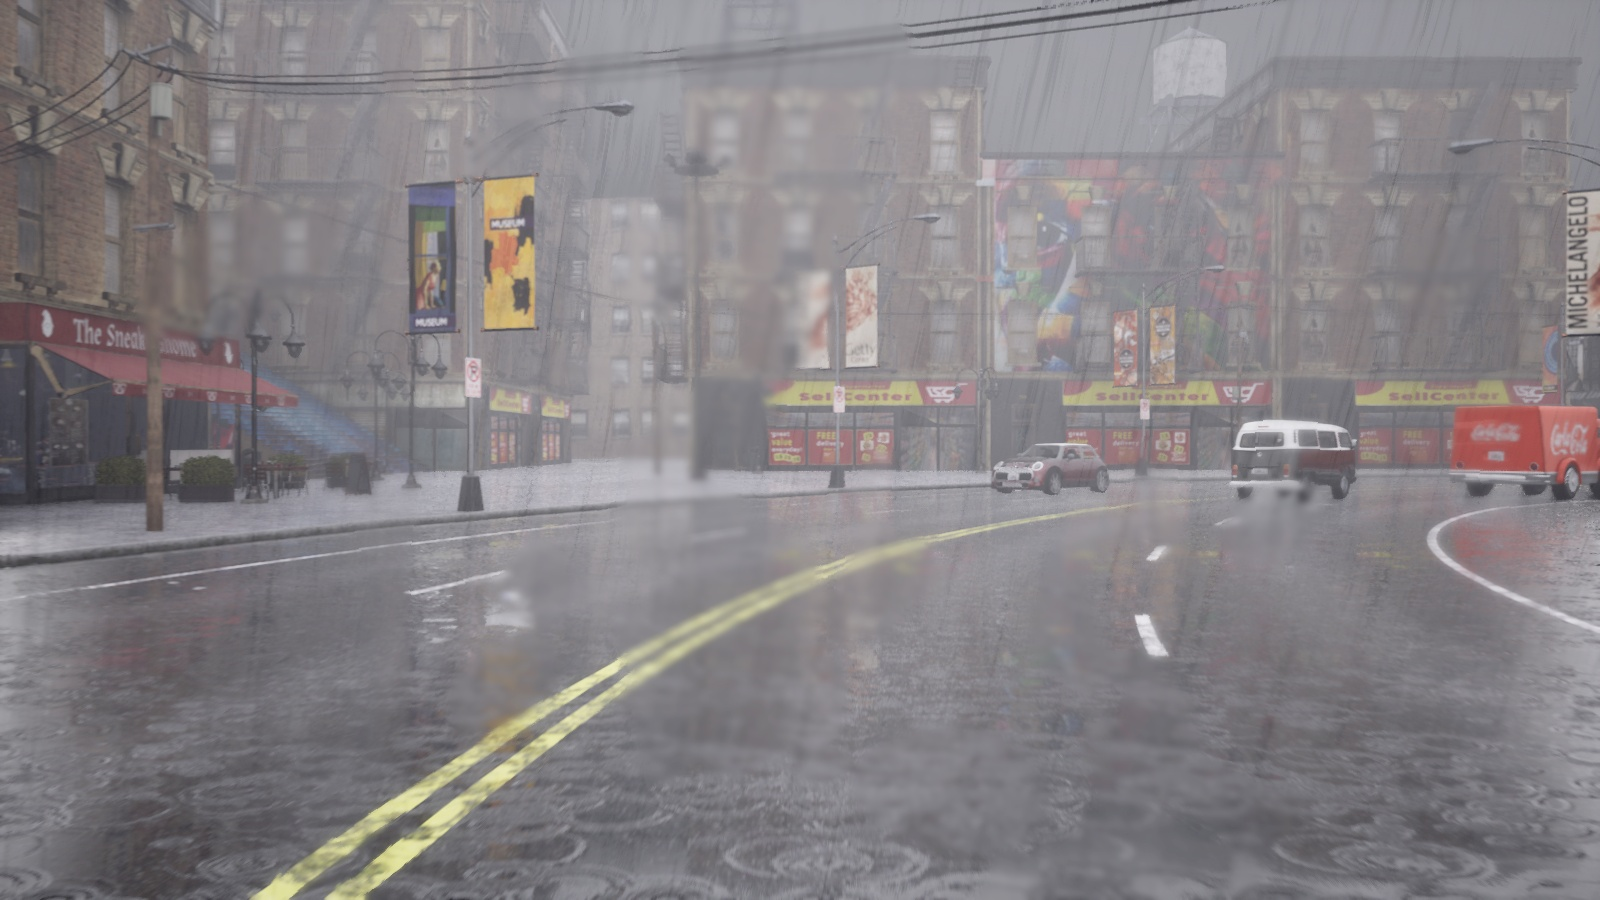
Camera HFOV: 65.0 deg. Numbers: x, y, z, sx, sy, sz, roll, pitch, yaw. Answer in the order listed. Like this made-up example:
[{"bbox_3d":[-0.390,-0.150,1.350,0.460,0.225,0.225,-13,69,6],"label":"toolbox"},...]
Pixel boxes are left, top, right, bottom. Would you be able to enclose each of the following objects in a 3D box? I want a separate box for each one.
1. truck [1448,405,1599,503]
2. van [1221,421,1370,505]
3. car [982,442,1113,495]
[{"bbox_3d":[20.265,0.091,34.114,5.204,2.467,2.627,0,0,-35],"label":"truck"},{"bbox_3d":[12.907,0.301,32.577,2.069,2.038,4.480,0,0,43],"label":"van"},{"bbox_3d":[7.308,0.513,36.862,3.806,1.475,1.970,0,0,-45],"label":"car"}]
